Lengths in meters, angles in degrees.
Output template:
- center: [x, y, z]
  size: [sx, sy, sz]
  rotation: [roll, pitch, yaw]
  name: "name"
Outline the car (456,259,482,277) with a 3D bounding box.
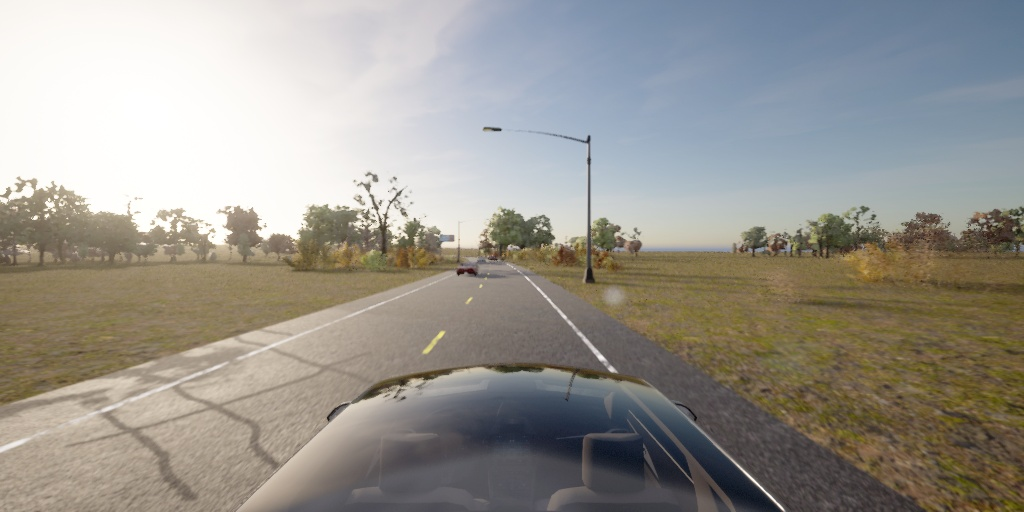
- center: [-4.189, 1.232, 34.290]
  size: [1.895, 1.301, 4.718]
  rotation: [0, 0, -2]
  name: "car"
